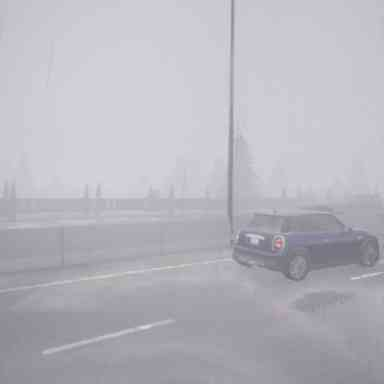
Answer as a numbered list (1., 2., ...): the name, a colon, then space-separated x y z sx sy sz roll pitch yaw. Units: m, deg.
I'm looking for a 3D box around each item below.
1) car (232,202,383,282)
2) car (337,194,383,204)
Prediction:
1. car: 3.482 1.328 9.885 4.553 1.767 2.097 0 0 -31
2. car: 15.023 1.228 30.804 5.566 2.045 2.150 0 0 -19
